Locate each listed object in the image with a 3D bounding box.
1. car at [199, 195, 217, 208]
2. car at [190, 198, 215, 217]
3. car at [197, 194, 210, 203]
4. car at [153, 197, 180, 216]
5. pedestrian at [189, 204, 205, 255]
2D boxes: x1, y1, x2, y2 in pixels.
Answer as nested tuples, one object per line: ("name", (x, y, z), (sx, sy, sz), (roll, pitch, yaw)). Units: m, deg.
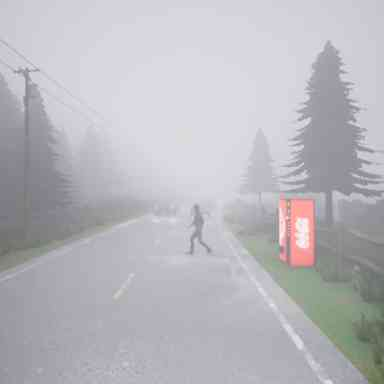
("car", (2.085, 1.331, 44.946), (2.097, 1.767, 4.553), (0, 0, 10))
("car", (0.849, 1.532, 30.736), (2.033, 1.411, 5.357), (0, 0, 4))
("car", (2.402, 1.324, 68.534), (2.097, 1.767, 4.553), (0, 0, 10))
("car", (-2.400, 1.336, 32.308), (2.097, 1.767, 4.553), (0, 0, 4))
("pedestrian", (0.169, 1.288, 11.618), (0.375, 1.860, 0.375), (0, 0, 0))
